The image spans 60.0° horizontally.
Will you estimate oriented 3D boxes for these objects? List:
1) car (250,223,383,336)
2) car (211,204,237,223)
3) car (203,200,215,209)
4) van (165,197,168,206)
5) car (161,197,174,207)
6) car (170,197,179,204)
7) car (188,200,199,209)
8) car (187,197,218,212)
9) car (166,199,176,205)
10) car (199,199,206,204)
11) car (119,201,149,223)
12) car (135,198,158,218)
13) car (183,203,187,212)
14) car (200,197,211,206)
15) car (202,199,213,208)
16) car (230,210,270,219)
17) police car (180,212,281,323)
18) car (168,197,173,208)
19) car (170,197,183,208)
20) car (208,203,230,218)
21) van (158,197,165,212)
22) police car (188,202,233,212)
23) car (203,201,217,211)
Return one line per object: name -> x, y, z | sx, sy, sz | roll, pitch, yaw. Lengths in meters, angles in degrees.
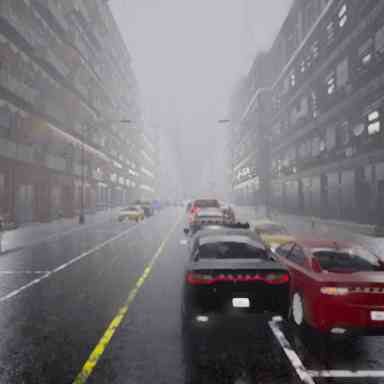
car -> 2.617, 1.604, 6.854 | 1.887, 1.381, 4.507 | 1, -1, 0
car -> 2.702, 1.818, 28.975 | 1.887, 1.381, 4.507 | 1, -1, 0
car -> 2.809, 2.116, 56.627 | 1.887, 1.381, 4.507 | 1, -1, 0
van -> -5.088, 1.858, 51.191 | 1.690, 1.788, 3.998 | 1, -1, 0
car -> -5.023, 2.027, 67.781 | 2.192, 1.841, 5.009 | 1, -1, 0
car -> -4.918, 2.382, 95.431 | 2.192, 1.841, 5.009 | 1, -1, 0
car -> 0.231, 2.119, 58.254 | 1.812, 1.442, 4.674 | 0, -1, 0
car -> 0.922, 1.445, 23.567 | 2.150, 2.045, 5.566 | 0, -1, 0
car -> -4.987, 2.414, 78.840 | 1.947, 1.339, 4.313 | 1, -1, 0
car -> 2.923, 2.640, 95.343 | 1.802, 1.307, 4.206 | 1, -1, 0
car -> -5.178, 1.806, 28.899 | 1.752, 1.417, 4.829 | 1, -1, 0
car -> -5.150, 1.653, 34.602 | 2.192, 1.841, 5.009 | 1, -1, 0
car -> 0.197, 2.045, 45.150 | 1.895, 1.301, 4.718 | 0, -1, 1
car -> 2.844, 2.084, 73.222 | 2.192, 1.841, 5.009 | 1, -1, 0
car -> 2.840, 2.077, 62.159 | 1.967, 1.590, 4.097 | 1, -1, 0
car -> 2.640, 1.637, 12.556 | 1.752, 1.417, 4.829 | 1, -1, 0
police car -> 0.745, 1.494, 7.637 | 1.930, 1.638, 5.238 | 0, 0, 0
car -> -5.045, 1.961, 62.251 | 2.192, 1.841, 5.009 | 1, -1, 0
car -> -2.506, 2.167, 62.085 | 1.812, 1.442, 4.674 | 0, -1, 0
car -> 2.723, 1.880, 34.506 | 2.008, 1.369, 4.403 | 1, -1, 0
van -> -5.108, 1.796, 45.660 | 1.690, 1.788, 3.998 | 1, -1, 0
police car -> 0.899, 1.587, 17.641 | 1.930, 1.638, 5.238 | 0, -1, 0
car -> 2.788, 2.053, 51.097 | 1.887, 1.381, 4.507 | 1, -1, 0
